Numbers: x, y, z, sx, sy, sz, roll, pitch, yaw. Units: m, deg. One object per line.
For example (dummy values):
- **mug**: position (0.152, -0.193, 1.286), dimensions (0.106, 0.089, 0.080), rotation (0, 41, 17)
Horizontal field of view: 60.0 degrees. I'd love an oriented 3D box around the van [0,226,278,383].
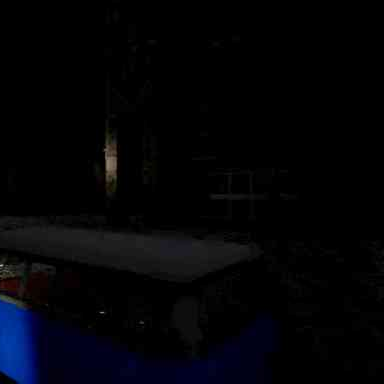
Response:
- **van**: position (-1.079, 1.353, 3.726), dimensions (3.998, 1.788, 1.690), rotation (0, 0, 35)
